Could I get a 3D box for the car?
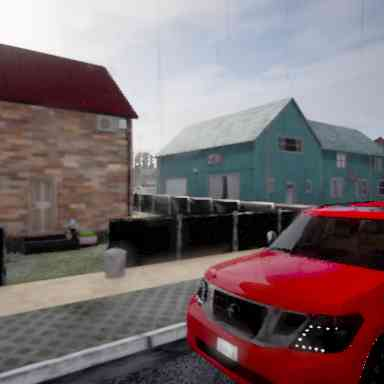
[{"bbox_3d":[2.597,1.202,4.926,5.566,2.045,2.150,0,0,-36],"label":"car"}]
